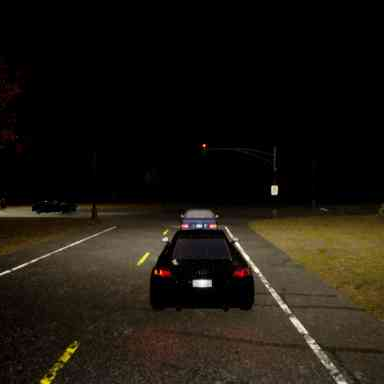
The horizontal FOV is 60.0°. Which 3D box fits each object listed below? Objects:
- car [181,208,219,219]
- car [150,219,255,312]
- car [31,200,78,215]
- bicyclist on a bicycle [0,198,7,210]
[{"bbox_3d":[0.387,1.530,17.020,2.033,1.411,5.357,0,0,2],"label":"car"},{"bbox_3d":[0.197,1.558,7.792,1.994,1.385,4.181,0,0,1],"label":"car"},{"bbox_3d":[-15.039,1.664,36.535,4.902,1.511,2.128,-1,1,5],"label":"car"},{"bbox_3d":[-25.532,1.577,45.049,0.582,1.620,1.656,-1,0,5],"label":"bicyclist on a bicycle"}]
